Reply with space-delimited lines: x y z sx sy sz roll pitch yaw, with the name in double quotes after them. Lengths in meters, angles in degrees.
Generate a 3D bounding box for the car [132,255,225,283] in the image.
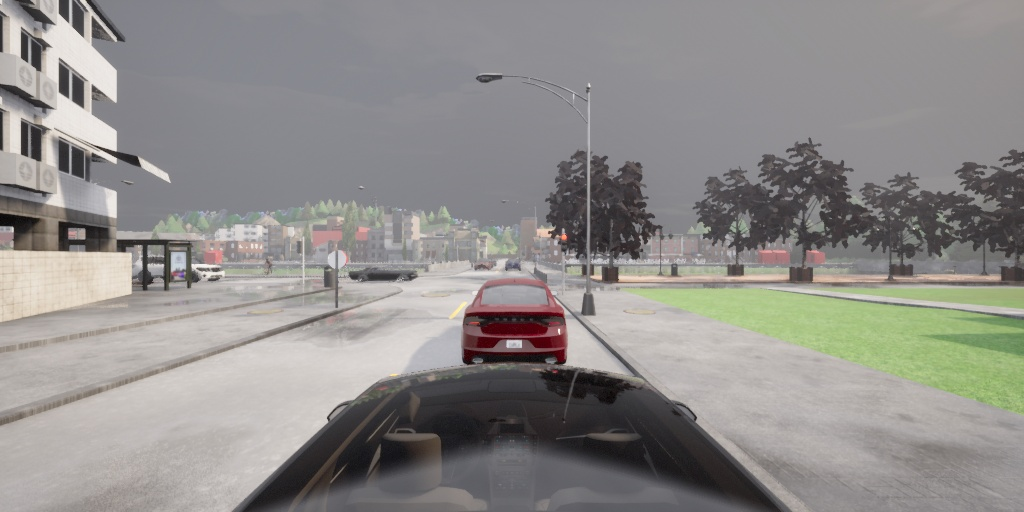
-24.913 0.963 26.879 5.566 2.045 2.150 1 0 -1 "car"

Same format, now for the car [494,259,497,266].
-4.040 1.241 59.536 2.128 1.511 4.902 0 0 0 "car"

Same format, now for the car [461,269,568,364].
0.057 1.228 8.091 1.882 1.535 5.008 0 0 0 "car"

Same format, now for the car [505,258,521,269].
0.139 1.102 51.200 2.097 1.767 4.553 0 0 0 "car"

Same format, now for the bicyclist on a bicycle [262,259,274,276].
-24.002 1.099 35.296 0.582 1.620 1.656 0 0 0 "bicyclist on a bicycle"

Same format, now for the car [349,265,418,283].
-9.575 1.351 27.072 4.718 1.301 1.895 0 0 -4 "car"

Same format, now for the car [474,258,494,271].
-4.061 1.102 50.292 2.097 1.767 4.553 0 0 0 "car"
